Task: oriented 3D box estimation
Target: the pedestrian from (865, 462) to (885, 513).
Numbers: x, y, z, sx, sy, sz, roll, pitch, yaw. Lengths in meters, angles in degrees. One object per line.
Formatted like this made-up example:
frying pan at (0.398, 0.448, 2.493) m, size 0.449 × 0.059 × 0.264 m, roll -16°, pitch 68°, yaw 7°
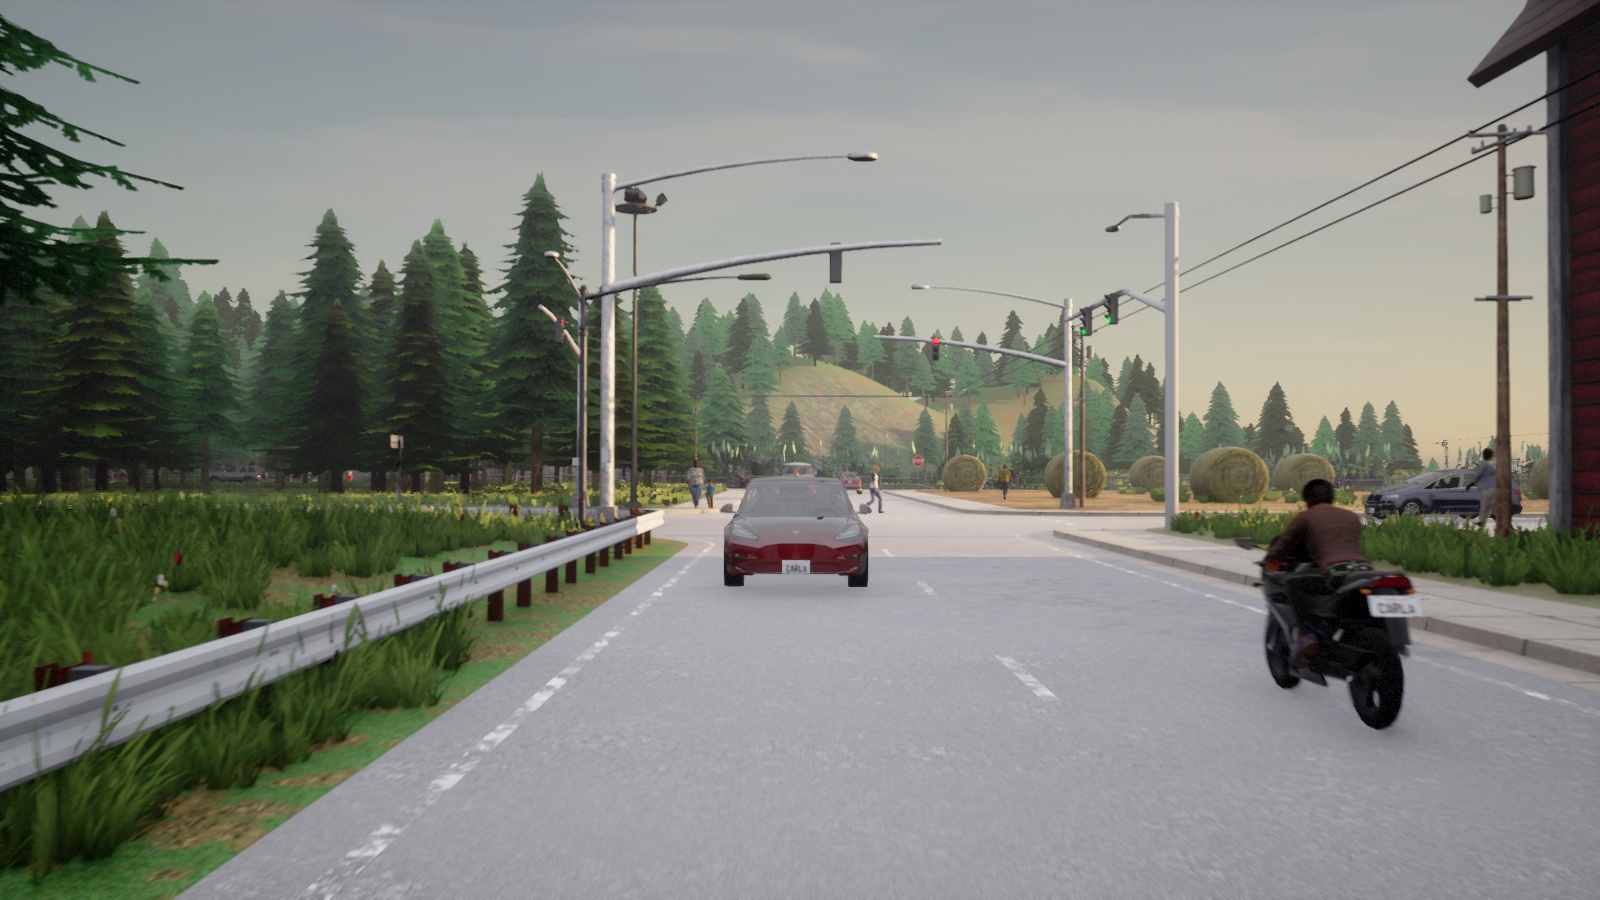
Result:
pedestrian at (2.714, 1.352, 45.565) m, size 0.706 × 1.836 × 0.354 m, roll 0°, pitch -1°, yaw 3°

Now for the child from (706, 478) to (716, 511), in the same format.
child at (-3.277, 1.638, 46.293) m, size 0.343 × 1.192 × 0.448 m, roll 0°, pitch -1°, yaw 1°

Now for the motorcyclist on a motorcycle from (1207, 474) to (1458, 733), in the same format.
motorcyclist on a motorcycle at (3.479, 0.924, 8.446) m, size 0.797 × 1.523 × 2.044 m, roll 0°, pitch -1°, yaw 0°

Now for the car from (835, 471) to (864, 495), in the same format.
car at (3.295, 2.199, 84.789) m, size 1.789 × 1.549 × 3.705 m, roll 0°, pitch -1°, yaw 0°

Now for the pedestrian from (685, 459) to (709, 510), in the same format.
pedestrian at (-3.819, 1.263, 46.571) m, size 0.874 × 1.855 × 0.900 m, roll 0°, pitch -1°, yaw -5°

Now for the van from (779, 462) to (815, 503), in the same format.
van at (-0.155, 1.630, 63.460) m, size 1.775 × 1.987 × 4.442 m, roll 0°, pitch -1°, yaw 0°

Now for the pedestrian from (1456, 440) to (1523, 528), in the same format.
pedestrian at (14.789, 0.719, 26.954) m, size 0.874 × 1.855 × 0.900 m, roll 0°, pitch -1°, yaw -20°

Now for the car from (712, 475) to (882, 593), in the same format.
car at (-0.049, 1.124, 18.504) m, size 2.163 × 1.488 × 4.792 m, roll 0°, pitch -1°, yaw 0°

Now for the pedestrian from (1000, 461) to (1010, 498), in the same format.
pedestrian at (10.146, 1.455, 62.256) m, size 0.370 × 1.835 × 0.726 m, roll -1°, pitch -1°, yaw 19°

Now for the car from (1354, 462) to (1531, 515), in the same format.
car at (20.901, 1.231, 40.991) m, size 4.611 × 1.667 × 2.242 m, roll 0°, pitch -1°, yaw -1°
